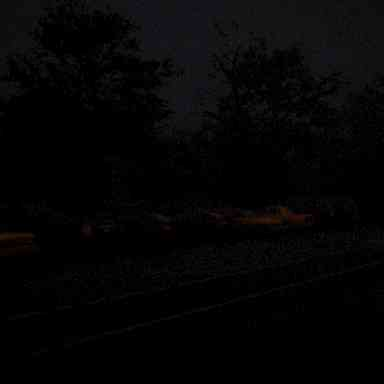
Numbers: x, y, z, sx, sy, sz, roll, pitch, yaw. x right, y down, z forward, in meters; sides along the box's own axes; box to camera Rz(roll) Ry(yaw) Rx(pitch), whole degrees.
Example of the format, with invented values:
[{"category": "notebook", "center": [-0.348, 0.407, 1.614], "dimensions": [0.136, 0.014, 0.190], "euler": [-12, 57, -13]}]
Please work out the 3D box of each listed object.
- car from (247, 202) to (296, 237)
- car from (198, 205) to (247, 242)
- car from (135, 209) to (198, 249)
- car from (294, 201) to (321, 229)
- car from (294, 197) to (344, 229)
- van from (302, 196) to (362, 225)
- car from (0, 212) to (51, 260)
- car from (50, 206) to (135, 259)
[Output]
[{"category": "car", "center": [2.533, 1.497, 18.036], "dimensions": [5.366, 1.575, 1.946], "euler": [-1, -1, 33]}, {"category": "car", "center": [0.015, 1.543, 16.343], "dimensions": [4.674, 1.452, 2.002], "euler": [-1, -1, 33]}, {"category": "car", "center": [-2.357, 1.543, 14.569], "dimensions": [4.674, 1.452, 2.002], "euler": [-1, -1, 34]}, {"category": "car", "center": [4.571, 1.502, 20.030], "dimensions": [5.366, 1.575, 1.946], "euler": [-1, -1, 33]}, {"category": "car", "center": [7.095, 1.376, 21.726], "dimensions": [4.553, 1.767, 2.185], "euler": [-1, -1, 32]}, {"category": "van", "center": [9.496, 1.274, 23.515], "dimensions": [4.442, 1.987, 1.878], "euler": [-1, -1, 32]}, {"category": "car", "center": [-7.291, 1.503, 11.173], "dimensions": [5.366, 1.575, 1.946], "euler": [-1, 0, 34]}, {"category": "car", "center": [-4.719, 1.377, 12.797], "dimensions": [4.553, 1.767, 2.185], "euler": [-1, -1, 34]}]
